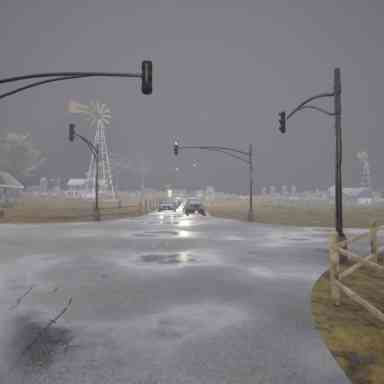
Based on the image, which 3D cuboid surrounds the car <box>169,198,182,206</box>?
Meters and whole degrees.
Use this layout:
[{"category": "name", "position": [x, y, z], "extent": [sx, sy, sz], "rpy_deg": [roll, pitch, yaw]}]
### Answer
[{"category": "car", "position": [-2.863, 1.795, 58.470], "extent": [1.895, 1.301, 4.718], "rpy_deg": [0, 0, 0]}]

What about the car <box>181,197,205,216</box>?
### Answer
[{"category": "car", "position": [0.234, 1.572, 32.947], "extent": [1.837, 1.490, 4.892], "rpy_deg": [-1, 0, -4]}]

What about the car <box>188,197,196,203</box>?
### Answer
[{"category": "car", "position": [-0.037, 1.859, 79.091], "extent": [1.812, 1.442, 4.674], "rpy_deg": [0, 0, 0]}]

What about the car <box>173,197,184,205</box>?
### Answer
[{"category": "car", "position": [-2.788, 1.809, 69.078], "extent": [2.033, 1.411, 5.357], "rpy_deg": [0, 0, 0]}]

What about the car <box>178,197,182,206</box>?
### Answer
[{"category": "car", "position": [-2.878, 1.630, 48.489], "extent": [2.128, 1.511, 4.902], "rpy_deg": [0, 0, 0]}]

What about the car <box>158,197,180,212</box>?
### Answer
[{"category": "car", "position": [-2.875, 1.660, 39.747], "extent": [1.994, 1.385, 4.181], "rpy_deg": [0, 0, 0]}]

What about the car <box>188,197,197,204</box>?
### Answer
[{"category": "car", "position": [0.060, 1.788, 69.079], "extent": [1.812, 1.442, 4.674], "rpy_deg": [0, 0, 0]}]
